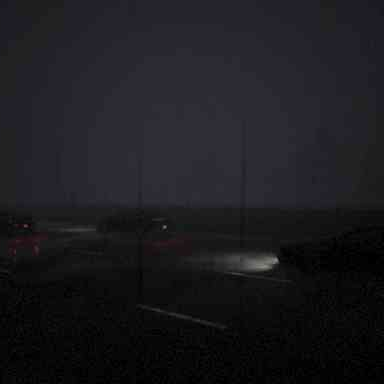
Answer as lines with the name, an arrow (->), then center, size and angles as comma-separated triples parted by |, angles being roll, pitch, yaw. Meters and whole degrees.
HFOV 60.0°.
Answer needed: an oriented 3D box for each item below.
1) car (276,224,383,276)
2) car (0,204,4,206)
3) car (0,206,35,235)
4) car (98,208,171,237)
car -> 5.104, 1.574, 8.946 | 5.357, 1.411, 2.033 | -1, -1, 36
car -> -18.547, 1.846, 30.273 | 4.553, 1.767, 2.097 | -1, -1, 36
car -> -11.742, 1.856, 21.066 | 4.674, 1.442, 1.812 | -1, -1, 36
car -> -3.450, 1.714, 19.412 | 4.902, 1.511, 2.128 | -1, -1, 36
